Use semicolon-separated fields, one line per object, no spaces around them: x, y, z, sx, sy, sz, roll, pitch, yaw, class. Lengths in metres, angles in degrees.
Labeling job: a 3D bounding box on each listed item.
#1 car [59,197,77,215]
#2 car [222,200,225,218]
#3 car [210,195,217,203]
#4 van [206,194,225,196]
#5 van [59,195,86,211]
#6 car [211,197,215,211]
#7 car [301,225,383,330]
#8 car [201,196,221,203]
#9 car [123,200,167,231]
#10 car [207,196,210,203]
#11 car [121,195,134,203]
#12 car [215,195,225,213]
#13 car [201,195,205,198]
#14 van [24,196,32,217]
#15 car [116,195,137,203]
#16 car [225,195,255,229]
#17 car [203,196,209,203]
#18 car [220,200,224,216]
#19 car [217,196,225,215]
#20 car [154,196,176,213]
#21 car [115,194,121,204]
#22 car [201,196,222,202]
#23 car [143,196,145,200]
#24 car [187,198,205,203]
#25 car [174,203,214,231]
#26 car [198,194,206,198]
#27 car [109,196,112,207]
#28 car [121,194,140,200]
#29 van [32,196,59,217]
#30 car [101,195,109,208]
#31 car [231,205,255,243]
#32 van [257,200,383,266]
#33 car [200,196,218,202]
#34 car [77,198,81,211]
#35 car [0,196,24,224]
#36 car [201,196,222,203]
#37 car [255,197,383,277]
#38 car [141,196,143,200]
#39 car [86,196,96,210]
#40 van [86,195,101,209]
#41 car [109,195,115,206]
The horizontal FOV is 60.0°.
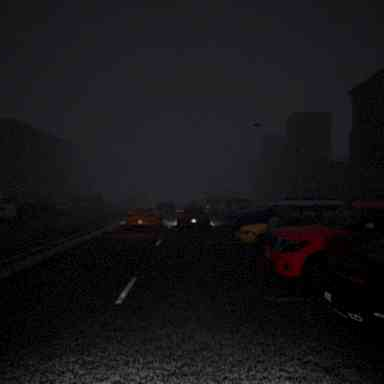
-15.320;1.607;34.724;5.366;1.575;1.946;0;0;0;car
4.703;1.526;22.271;4.892;1.521;2.231;0;0;0;car
4.740;1.481;38.946;4.553;1.767;2.185;0;0;0;car
4.825;1.446;50.064;4.442;1.987;1.878;0;0;0;van
-15.627;1.417;40.239;4.442;1.987;1.878;0;0;0;van
4.715;1.576;33.387;4.892;1.521;2.231;0;0;0;car
4.703;1.486;5.597;4.892;1.521;2.231;0;0;0;car
4.752;1.870;83.409;4.792;1.488;2.163;0;0;0;car
-2.901;1.519;21.085;1.882;1.535;5.008;0;0;0;car
4.703;1.623;41.724;5.008;1.535;2.097;0;0;0;car
-15.505;1.842;70.574;4.792;1.488;2.163;0;0;0;car
4.678;1.435;30.610;4.553;1.767;2.185;0;0;0;car
4.679;1.792;66.739;4.792;1.488;2.163;0;0;0;car
-15.615;1.341;26.454;4.442;1.987;1.878;0;0;0;van
-15.510;1.717;78.849;4.553;1.767;2.185;0;0;0;car
4.681;1.255;16.713;5.566;2.045;2.435;0;0;0;car
4.523;1.636;44.503;5.366;1.575;1.946;0;0;0;car
4.706;1.576;25.049;4.674;1.452;2.002;0;0;0;car
4.677;1.423;27.829;4.553;1.767;2.185;0;0;0;car
-2.901;1.600;38.207;1.882;1.535;5.008;0;0;0;car
-15.552;1.495;56.788;5.566;2.045;2.435;0;0;0;car
4.917;1.850;86.186;5.366;1.575;1.946;0;0;0;car
-15.542;1.868;87.121;5.008;1.535;2.097;0;0;0;car
0.099;1.680;37.142;1.994;1.385;4.181;0;0;0;car
0.099;1.604;20.797;1.994;1.385;4.181;0;0;0;car
4.679;1.525;69.521;5.566;2.045;2.435;0;0;0;car
-15.514;1.714;51.394;5.008;1.535;2.097;0;0;0;car
-15.511;1.581;76.091;5.566;2.045;2.435;0;0;0;car
-15.620;1.368;31.966;4.442;1.987;1.878;0;0;0;van
-15.545;1.446;48.513;5.566;2.045;2.435;0;0;0;car
4.524;1.497;13.935;5.366;1.575;1.946;0;0;0;car
4.592;1.268;11.156;4.442;1.987;1.878;0;0;0;van
4.719;1.910;91.744;4.792;1.488;2.163;0;0;0;car
-15.505;1.666;37.481;4.674;1.452;2.002;0;0;0;car
-15.525;1.302;23.696;5.566;2.045;2.435;0;0;0;car
4.720;1.829;80.753;5.008;1.535;2.097;0;0;0;car
4.681;1.237;8.378;5.566;2.045;2.435;0;0;0;car
-15.543;1.899;84.364;4.674;1.452;2.002;0;0;0;car
-15.518;1.661;42.996;5.008;1.535;2.097;0;0;0;car
-15.398;1.453;45.755;4.442;1.987;1.878;0;0;0;van
-15.552;1.606;54.152;4.553;1.767;2.185;0;0;0;car
